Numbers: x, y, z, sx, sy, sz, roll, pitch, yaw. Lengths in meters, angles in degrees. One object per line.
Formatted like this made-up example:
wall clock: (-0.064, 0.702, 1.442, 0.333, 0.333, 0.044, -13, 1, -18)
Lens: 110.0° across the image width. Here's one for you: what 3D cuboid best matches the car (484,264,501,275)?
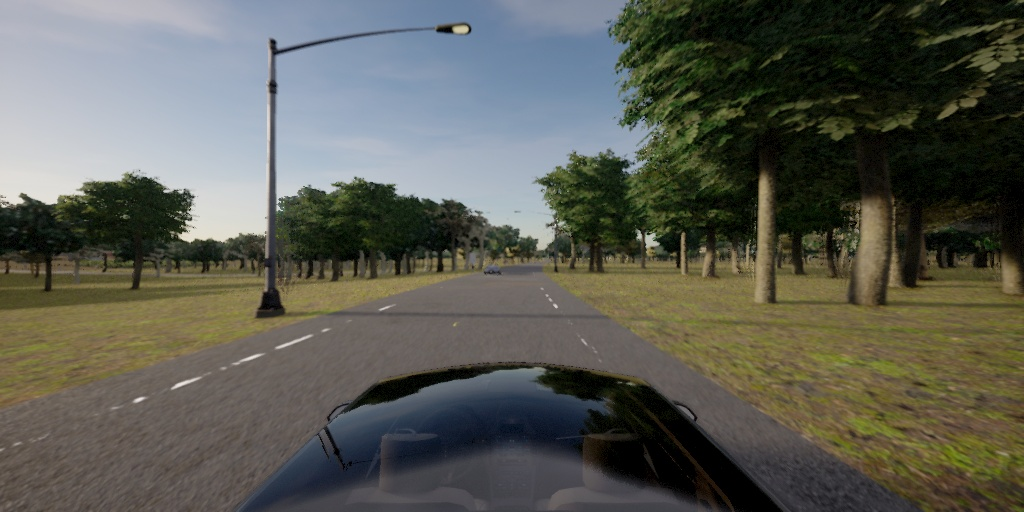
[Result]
car: (-2.457, 1.778, 46.214, 1.994, 1.385, 4.181, 0, -1, 3)
